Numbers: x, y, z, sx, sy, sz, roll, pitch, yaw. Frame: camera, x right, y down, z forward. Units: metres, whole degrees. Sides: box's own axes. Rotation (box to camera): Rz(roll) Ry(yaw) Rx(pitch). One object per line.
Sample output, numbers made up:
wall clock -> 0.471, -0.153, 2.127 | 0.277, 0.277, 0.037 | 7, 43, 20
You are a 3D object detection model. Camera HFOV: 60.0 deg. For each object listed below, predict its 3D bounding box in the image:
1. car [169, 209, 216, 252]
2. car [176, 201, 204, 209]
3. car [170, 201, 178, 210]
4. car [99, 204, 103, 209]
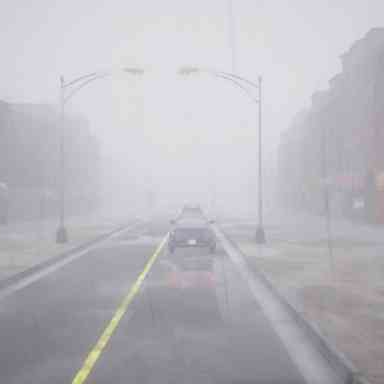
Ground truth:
car -> 0.010, 1.663, 14.377 | 1.812, 1.442, 4.674 | 0, 0, 0
car -> 0.016, 1.780, 29.299 | 2.128, 1.511, 4.902 | 0, -1, 0
car -> -2.732, 2.295, 58.065 | 1.812, 1.442, 4.674 | 0, -1, 0
car -> -20.348, 2.956, 67.561 | 4.403, 1.369, 2.008 | -1, 1, 0
